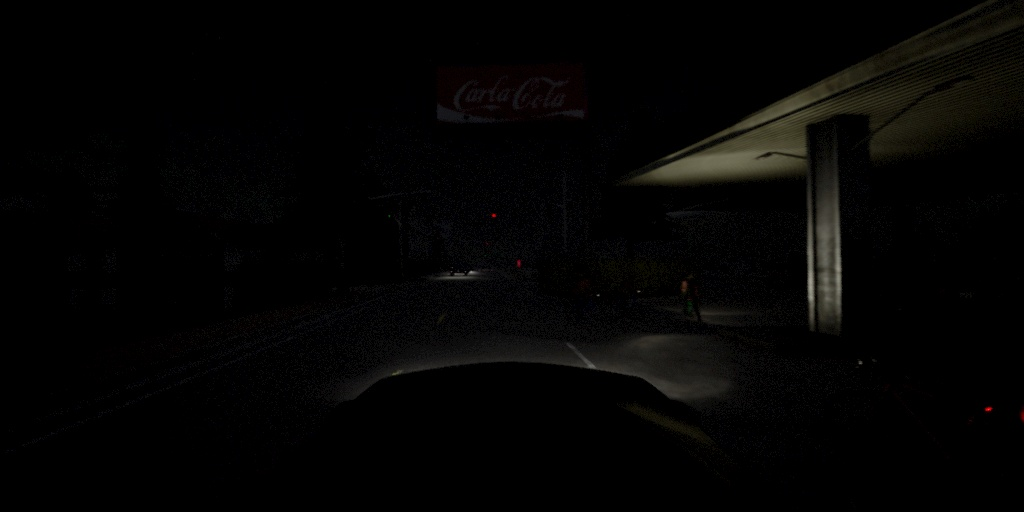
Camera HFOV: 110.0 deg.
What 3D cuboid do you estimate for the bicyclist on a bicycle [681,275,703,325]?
[{"bbox_3d":[6.082,1.465,12.234,0.582,1.620,1.656,-1,0,35],"label":"bicyclist on a bicycle"}]

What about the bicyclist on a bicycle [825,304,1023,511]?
[{"bbox_3d":[3.800,1.274,3.212,0.582,1.620,1.656,3,-1,-23],"label":"bicyclist on a bicycle"}]

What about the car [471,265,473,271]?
[{"bbox_3d":[-7.812,2.008,58.232,1.812,1.442,4.674,0,-1,-4],"label":"car"}]

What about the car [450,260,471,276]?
[{"bbox_3d":[-7.113,1.584,48.536,2.150,2.045,5.566,0,-1,-5],"label":"car"}]

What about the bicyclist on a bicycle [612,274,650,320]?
[{"bbox_3d":[4.098,1.480,12.748,1.656,1.620,0.582,-1,-1,-2],"label":"bicyclist on a bicycle"}]

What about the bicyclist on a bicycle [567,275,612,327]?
[{"bbox_3d":[2.361,1.448,11.790,0.582,1.620,1.656,0,-1,-34],"label":"bicyclist on a bicycle"}]
